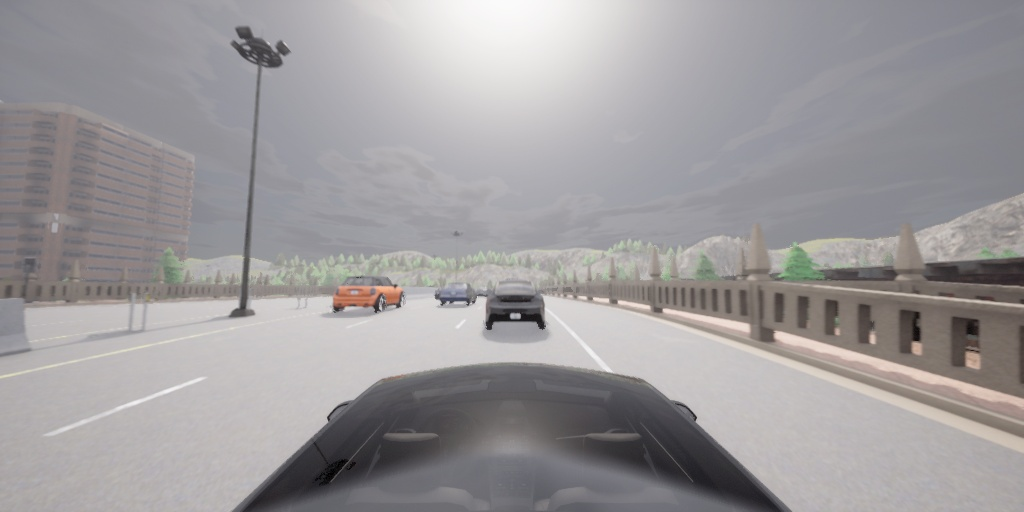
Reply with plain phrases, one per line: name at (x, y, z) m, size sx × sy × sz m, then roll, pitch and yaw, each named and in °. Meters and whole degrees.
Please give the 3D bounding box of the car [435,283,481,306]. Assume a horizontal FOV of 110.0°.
car at (-3.400, 2.446, 23.270) m, size 2.033 × 1.411 × 5.357 m, roll 0°, pitch -5°, yaw 0°

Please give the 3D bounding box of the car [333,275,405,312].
car at (-6.900, 1.781, 17.829) m, size 2.097 × 1.767 × 4.553 m, roll 0°, pitch -4°, yaw 0°

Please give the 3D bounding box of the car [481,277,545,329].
car at (0.100, 1.595, 12.638) m, size 1.837 × 1.490 × 4.892 m, roll 0°, pitch -3°, yaw 0°
